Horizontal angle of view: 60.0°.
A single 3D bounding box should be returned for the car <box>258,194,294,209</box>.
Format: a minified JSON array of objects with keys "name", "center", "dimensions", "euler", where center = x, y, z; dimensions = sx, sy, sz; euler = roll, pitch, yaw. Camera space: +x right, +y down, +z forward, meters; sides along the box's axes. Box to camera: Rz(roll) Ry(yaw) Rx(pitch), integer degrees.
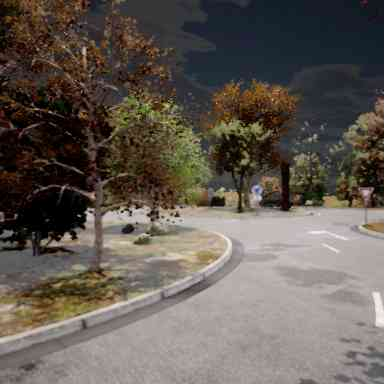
[{"name":"car","center":[12.447,1.378,49.491],"dimensions":[2.150,2.045,5.566],"euler":[0,0,-37]}]
